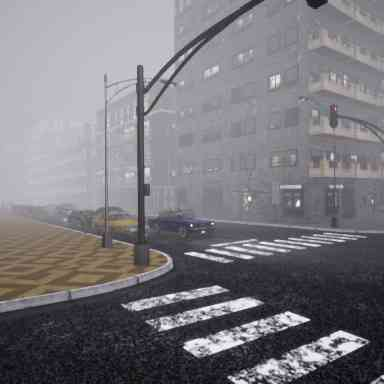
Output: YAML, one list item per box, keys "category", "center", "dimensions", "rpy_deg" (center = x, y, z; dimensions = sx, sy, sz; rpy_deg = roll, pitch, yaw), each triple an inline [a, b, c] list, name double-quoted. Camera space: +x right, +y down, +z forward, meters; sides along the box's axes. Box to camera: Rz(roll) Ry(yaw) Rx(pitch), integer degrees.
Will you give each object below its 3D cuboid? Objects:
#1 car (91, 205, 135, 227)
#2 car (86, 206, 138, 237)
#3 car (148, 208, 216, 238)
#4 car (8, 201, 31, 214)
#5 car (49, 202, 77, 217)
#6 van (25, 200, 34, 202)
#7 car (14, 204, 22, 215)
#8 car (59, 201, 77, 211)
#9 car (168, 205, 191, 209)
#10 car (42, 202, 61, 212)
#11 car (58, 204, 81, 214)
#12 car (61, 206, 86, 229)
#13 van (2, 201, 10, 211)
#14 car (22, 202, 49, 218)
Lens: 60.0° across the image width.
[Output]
- category: "car"
  center: [-6.708, 1.935, 27.787]
  dimensions: [1.837, 1.490, 4.892]
  rpy_deg: [-1, -1, -36]
- category: "car"
  center: [-4.780, 1.865, 20.767]
  dimensions: [1.752, 1.417, 4.829]
  rpy_deg: [-2, 0, -36]
- category: "car"
  center: [-0.702, 1.863, 19.610]
  dimensions: [1.895, 1.301, 4.718]
  rpy_deg: [-1, -1, -36]
- category: "car"
  center: [-24.964, 2.449, 48.242]
  dimensions: [1.887, 1.381, 4.507]
  rpy_deg: [-2, 0, -36]
- category: "car"
  center: [-14.539, 2.140, 38.474]
  dimensions: [2.128, 1.511, 4.902]
  rpy_deg: [-1, -1, -36]
- category: "van"
  center: [-41.649, 2.831, 85.100]
  dimensions: [1.690, 1.788, 3.998]
  rpy_deg: [-2, 0, -36]
- category: "car"
  center: [-21.615, 2.392, 43.685]
  dimensions: [1.802, 1.307, 4.206]
  rpy_deg: [-2, 0, -36]
- category: "car"
  center: [-21.562, 2.366, 57.761]
  dimensions: [1.967, 1.590, 4.097]
  rpy_deg: [-2, 0, -36]
- category: "car"
  center: [-1.475, 1.915, 30.422]
  dimensions: [2.008, 1.369, 4.403]
  rpy_deg: [-2, 0, -36]
- category: "car"
  center: [-23.833, 2.518, 56.511]
  dimensions: [1.994, 1.385, 4.181]
  rpy_deg: [-1, -1, -37]
- category: "car"
  center: [-17.918, 2.389, 48.453]
  dimensions: [1.895, 1.301, 4.718]
  rpy_deg: [-1, -1, -36]
- category: "car"
  center: [-8.227, 2.002, 25.460]
  dimensions: [1.947, 1.339, 4.313]
  rpy_deg: [-2, 0, -36]
- category: "van"
  center: [-31.665, 2.433, 57.355]
  dimensions: [1.690, 1.788, 3.998]
  rpy_deg: [-2, 0, -36]
- category: "car"
  center: [-18.269, 2.262, 39.129]
  dimensions: [1.887, 1.381, 4.507]
  rpy_deg: [-2, 0, -36]
